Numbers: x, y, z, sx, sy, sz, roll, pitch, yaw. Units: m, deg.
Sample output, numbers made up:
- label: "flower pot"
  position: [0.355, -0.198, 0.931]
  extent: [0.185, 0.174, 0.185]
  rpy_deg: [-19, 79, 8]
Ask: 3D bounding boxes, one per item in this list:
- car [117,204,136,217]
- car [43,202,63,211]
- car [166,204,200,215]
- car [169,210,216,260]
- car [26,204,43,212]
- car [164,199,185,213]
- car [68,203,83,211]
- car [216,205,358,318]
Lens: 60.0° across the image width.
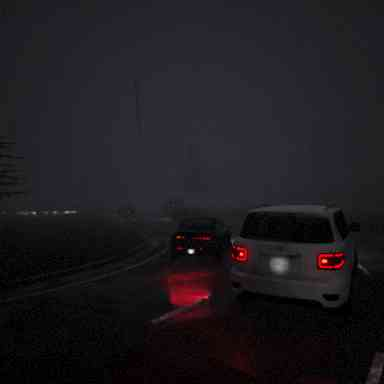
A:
- label: "car"
  position: [-8.015, 2.217, 40.594]
  extent: [1.812, 1.442, 4.674]
  rpy_deg: [0, -1, -17]
- label: "car"
  position: [-24.665, 2.666, 59.901]
  extent: [1.837, 1.490, 4.892]
  rpy_deg: [0, -1, -6]
- label: "car"
  position: [-0.373, 2.045, 29.450]
  extent: [1.895, 1.301, 4.718]
  rpy_deg: [0, -1, -23]
- label: "car"
  position: [0.471, 1.700, 13.161]
  extent: [1.837, 1.490, 4.892]
  rpy_deg: [1, -1, 12]
- label: "car"
  position: [-28.156, 2.795, 59.703]
  extent: [1.895, 1.301, 4.718]
  rpy_deg: [-1, -1, -7]
- label: "car"
  position: [-2.465, 1.942, 46.589]
  extent: [2.150, 2.045, 5.566]
  rpy_deg: [0, -1, -16]
- label: "car"
  position: [-21.232, 2.734, 60.728]
  extent: [1.895, 1.301, 4.718]
  rpy_deg: [-1, -1, -7]
- label: "car"
  position: [2.689, 1.316, 8.002]
  extent: [2.150, 2.045, 5.566]
  rpy_deg: [0, -1, 27]
